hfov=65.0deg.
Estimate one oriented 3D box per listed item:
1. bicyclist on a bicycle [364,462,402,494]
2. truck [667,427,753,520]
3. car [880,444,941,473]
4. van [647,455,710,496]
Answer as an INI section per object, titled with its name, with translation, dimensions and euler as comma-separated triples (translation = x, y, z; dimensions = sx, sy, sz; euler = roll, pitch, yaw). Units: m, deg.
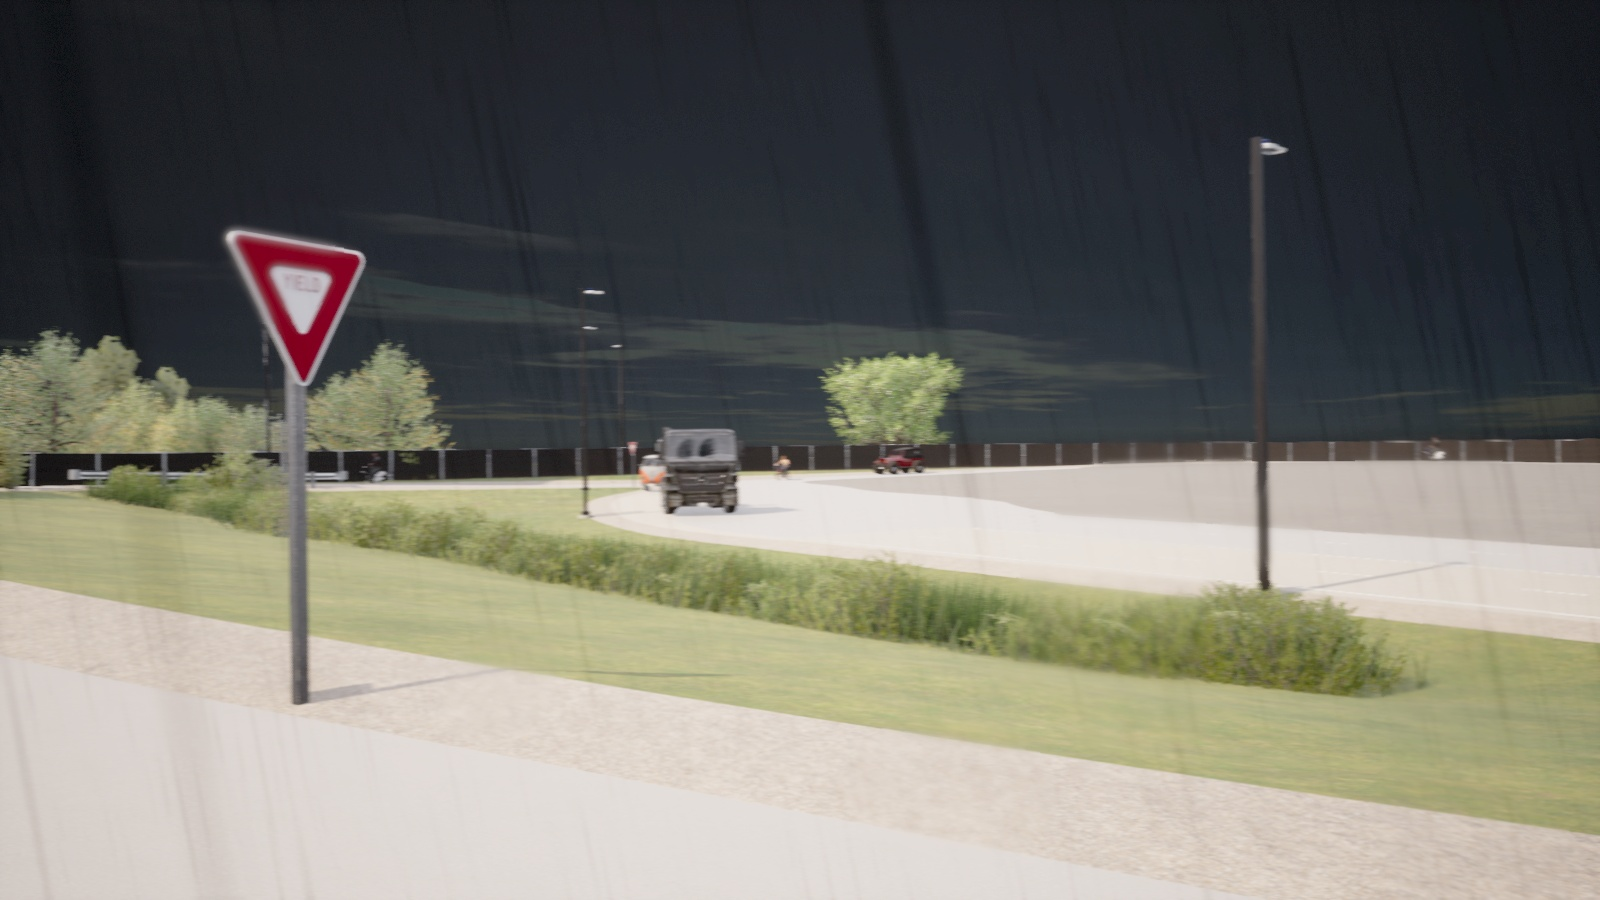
[bicyclist on a bicycle]
translation = -23.073, 1.533, 69.474
dimensions = 1.843, 1.776, 0.659
euler = 0, -2, -36
[truck]
translation = -3.846, 0.850, 51.934
dimensions = 2.891, 3.462, 7.936
euler = -2, 1, -8
[car]
translation = 7.864, 0.591, 89.072
dimensions = 3.866, 1.878, 1.905
euler = -3, 0, -34
[van]
translation = -6.590, 1.354, 68.534
dimensions = 1.775, 1.987, 4.442
euler = -1, 1, 18
